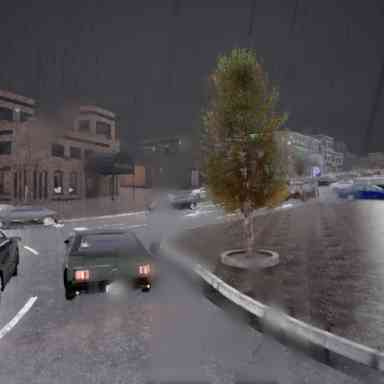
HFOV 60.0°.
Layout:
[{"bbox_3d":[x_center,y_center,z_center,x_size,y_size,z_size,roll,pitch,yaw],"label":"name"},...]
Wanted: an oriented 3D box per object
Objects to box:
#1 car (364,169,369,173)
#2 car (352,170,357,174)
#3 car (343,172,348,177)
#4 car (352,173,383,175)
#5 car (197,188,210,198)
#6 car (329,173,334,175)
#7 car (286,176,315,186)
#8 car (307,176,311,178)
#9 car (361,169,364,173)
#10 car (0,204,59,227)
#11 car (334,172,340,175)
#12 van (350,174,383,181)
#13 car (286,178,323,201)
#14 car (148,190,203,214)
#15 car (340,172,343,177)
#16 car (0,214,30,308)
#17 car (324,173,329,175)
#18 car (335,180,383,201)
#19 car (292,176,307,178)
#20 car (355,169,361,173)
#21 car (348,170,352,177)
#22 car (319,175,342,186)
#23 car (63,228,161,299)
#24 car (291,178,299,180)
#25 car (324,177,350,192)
[{"bbox_3d":[40.982,-4.685,84.470,5.566,2.045,2.435,-2,3,22],"label":"car"},{"bbox_3d":[35.178,-3.841,77.923,5.008,1.535,2.097,-2,3,22],"label":"car"},{"bbox_3d":[31.284,-3.372,73.565,4.674,1.452,2.002,-2,3,22],"label":"car"},{"bbox_3d":[20.143,-0.704,34.908,5.566,2.045,2.435,0,5,23],"label":"car"},{"bbox_3d":[2.265,0.060,40.510,4.674,1.452,2.002,-2,3,21],"label":"car"},{"bbox_3d":[25.463,-2.733,66.980,4.892,1.521,2.231,-2,3,22],"label":"car"},{"bbox_3d":[19.679,-2.019,60.393,4.792,1.488,2.163,-2,3,22],"label":"car"},{"bbox_3d":[17.712,-1.818,58.210,5.008,1.535,2.097,-2,3,21],"label":"car"},{"bbox_3d":[38.900,-4.242,82.363,5.366,1.575,1.946,-2,3,22],"label":"car"},{"bbox_3d":[-10.534,1.478,20.680,4.181,1.385,1.994,-1,1,-27],"label":"car"},{"bbox_3d":[27.402,-2.963,69.174,5.008,1.535,2.097,-2,4,22],"label":"car"},{"bbox_3d":[18.241,-0.446,32.674,4.442,1.987,1.878,0,4,23],"label":"van"},{"bbox_3d":[11.161,-0.103,33.813,2.097,1.767,4.553,0,5,42],"label":"car"},{"bbox_3d":[-1.555,0.949,28.306,1.837,1.490,4.892,0,4,41],"label":"car"},{"bbox_3d":[29.359,-3.315,71.346,4.553,1.767,2.185,-2,3,22],"label":"car"},{"bbox_3d":[-4.915,1.469,7.121,2.128,1.511,4.902,0,0,-22],"label":"car"},{"bbox_3d":[23.525,-2.504,64.791,4.892,1.521,2.231,-2,4,22],"label":"car"},{"bbox_3d":[16.099,0.014,30.551,5.008,1.535,2.097,0,4,23],"label":"car"},{"bbox_3d":[15.960,-1.599,55.937,5.366,1.575,1.946,-2,3,21],"label":"car"},{"bbox_3d":[37.116,-4.044,80.114,5.008,1.535,2.097,-2,3,22],"label":"car"},{"bbox_3d":[33.244,-3.754,75.719,4.553,1.767,2.185,-2,3,22],"label":"car"},{"bbox_3d":[21.708,-1.559,53.065,1.895,1.301,4.718,0,5,42],"label":"car"},{"bbox_3d":[-2.294,1.594,8.585,1.895,1.301,4.718,0,0,-20],"label":"car"},{"bbox_3d":[13.951,-0.753,45.466,1.994,1.385,4.181,1,5,45],"label":"car"},{"bbox_3d":[18.971,-0.696,40.100,1.812,1.442,4.674,-6,5,-42],"label":"car"}]
